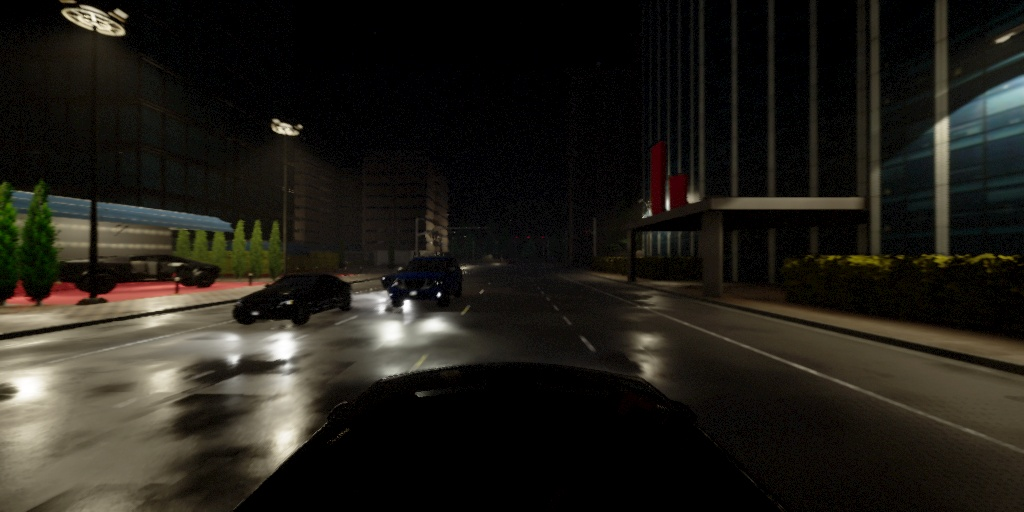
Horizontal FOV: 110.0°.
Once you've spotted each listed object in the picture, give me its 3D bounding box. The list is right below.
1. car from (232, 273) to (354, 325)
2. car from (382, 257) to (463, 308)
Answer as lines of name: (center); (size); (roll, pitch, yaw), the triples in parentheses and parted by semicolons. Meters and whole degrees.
car: (-7.071, 1.318, 12.223); (1.812, 1.442, 4.674); (0, 0, 0)
car: (-3.578, 1.035, 16.000); (2.150, 2.045, 5.566); (0, 0, 1)
